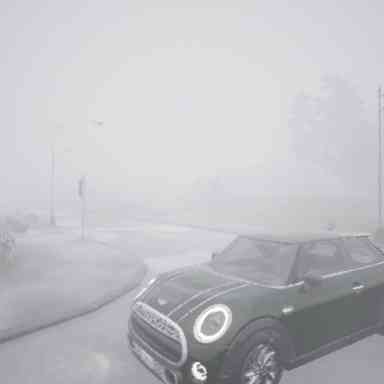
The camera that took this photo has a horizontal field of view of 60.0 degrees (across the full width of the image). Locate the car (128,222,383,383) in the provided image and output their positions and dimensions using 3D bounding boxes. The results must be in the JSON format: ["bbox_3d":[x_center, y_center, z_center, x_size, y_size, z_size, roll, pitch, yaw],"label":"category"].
[{"bbox_3d":[1.340,1.414,5.217,4.553,1.767,2.097,1,-1,-34],"label":"car"}]
